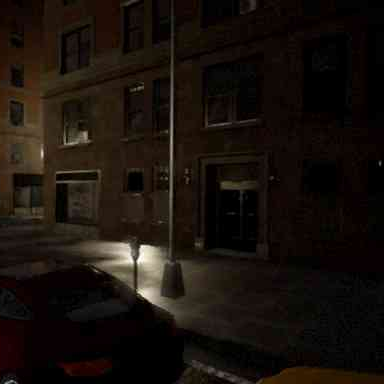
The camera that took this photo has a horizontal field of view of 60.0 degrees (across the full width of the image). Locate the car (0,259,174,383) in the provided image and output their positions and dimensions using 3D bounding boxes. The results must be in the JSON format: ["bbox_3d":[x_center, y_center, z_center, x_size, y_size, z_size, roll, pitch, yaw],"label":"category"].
[{"bbox_3d":[-2.027,1.550,4.256,4.206,1.307,1.802,1,0,35],"label":"car"}]

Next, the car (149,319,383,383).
[{"bbox_3d":[2.241,1.535,1.212,4.829,1.417,1.752,1,0,35],"label":"car"}]
